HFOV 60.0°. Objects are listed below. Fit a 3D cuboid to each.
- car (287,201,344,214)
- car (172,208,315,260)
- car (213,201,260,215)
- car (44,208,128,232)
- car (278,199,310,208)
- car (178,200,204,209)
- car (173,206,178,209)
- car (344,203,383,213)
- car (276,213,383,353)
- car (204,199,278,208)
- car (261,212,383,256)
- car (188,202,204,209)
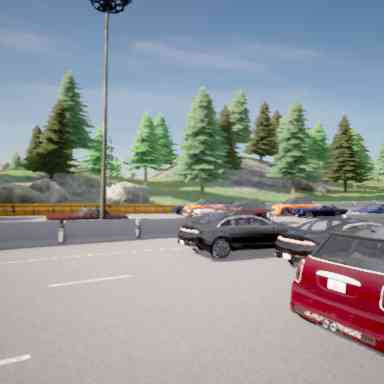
[{"bbox_3d":[11.510,1.737,30.175,4.718,1.301,1.895,0,0,-13],"label":"car"},{"bbox_3d":[1.867,1.529,12.462,4.902,1.511,2.128,0,0,-24],"label":"car"},{"bbox_3d":[4.740,1.675,35.753,4.674,1.442,1.812,0,0,-15],"label":"car"},{"bbox_3d":[-6.434,1.619,20.250,4.718,1.301,1.895,0,0,-28],"label":"car"},{"bbox_3d":[10.153,1.500,33.457,4.553,1.767,2.097,0,0,-13],"label":"car"},{"bbox_3d":[1.416,1.465,31.211,4.553,1.767,2.097,0,0,-18],"label":"car"},{"bbox_3d":[0.298,1.725,34.529,4.718,1.301,1.895,0,0,-18],"label":"car"},{"bbox_3d":[15.428,1.646,27.472,4.674,1.442,1.812,0,0,-13],"label":"car"},{"bbox_3d":[3.969,1.379,5.717,4.553,1.767,2.097,0,0,-27],"label":"car"},{"bbox_3d":[3.590,1.463,24.557,4.553,1.767,2.097,0,0,-18],"label":"car"},{"bbox_3d":[4.800,1.537,9.912,4.902,1.511,2.128,0,0,-23],"label":"car"},{"bbox_3d":[2.424,1.707,27.857,4.718,1.301,1.895,0,0,-18],"label":"car"}]
